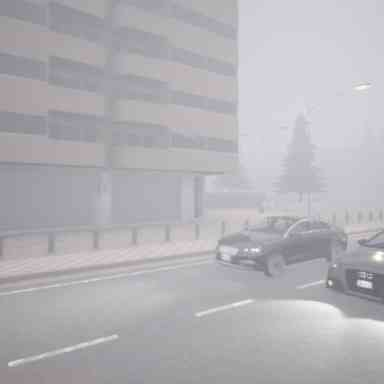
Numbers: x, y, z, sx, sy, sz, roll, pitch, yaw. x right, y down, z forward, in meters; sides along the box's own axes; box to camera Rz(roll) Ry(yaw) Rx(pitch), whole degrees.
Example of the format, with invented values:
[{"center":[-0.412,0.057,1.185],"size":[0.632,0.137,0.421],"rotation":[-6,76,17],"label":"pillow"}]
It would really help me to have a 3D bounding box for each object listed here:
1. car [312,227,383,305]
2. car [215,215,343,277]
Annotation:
[{"center":[4.883,1.566,7.472],"size":[4.181,1.385,1.994],"rotation":[0,0,-36],"label":"car"},{"center":[2.908,1.495,10.358],"size":[4.902,1.511,2.128],"rotation":[0,0,-35],"label":"car"}]
